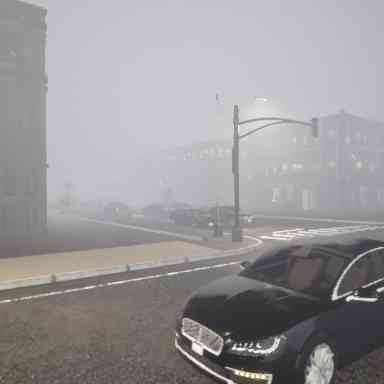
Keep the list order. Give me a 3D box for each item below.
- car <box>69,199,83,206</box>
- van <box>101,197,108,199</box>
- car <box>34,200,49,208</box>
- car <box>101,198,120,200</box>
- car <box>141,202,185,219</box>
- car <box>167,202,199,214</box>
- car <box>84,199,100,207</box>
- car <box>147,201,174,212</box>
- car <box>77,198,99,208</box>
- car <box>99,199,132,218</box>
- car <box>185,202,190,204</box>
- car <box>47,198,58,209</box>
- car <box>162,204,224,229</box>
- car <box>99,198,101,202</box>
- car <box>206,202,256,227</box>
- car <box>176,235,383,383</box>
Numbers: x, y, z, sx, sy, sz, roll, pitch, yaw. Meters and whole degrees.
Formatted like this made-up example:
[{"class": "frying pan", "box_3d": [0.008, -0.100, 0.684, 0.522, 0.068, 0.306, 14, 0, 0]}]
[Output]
[{"class": "car", "box_3d": [-26.717, 2.363, 76.417, 1.947, 1.339, 4.313, -1, 0, -35]}, {"class": "van", "box_3d": [-13.910, 1.906, 58.359, 1.690, 1.788, 3.998, -1, 0, -35]}, {"class": "car", "box_3d": [-30.348, 2.375, 67.052, 2.008, 1.369, 4.403, -1, 0, -35]}, {"class": "car", "box_3d": [-9.254, 1.938, 41.827, 2.128, 1.511, 4.902, -1, 0, -35]}, {"class": "car", "box_3d": [-3.260, 1.877, 33.360, 2.033, 1.411, 5.357, -1, 0, -36]}, {"class": "car", "box_3d": [-1.093, 1.903, 40.303, 1.802, 1.307, 4.206, -2, 0, -35]}, {"class": "car", "box_3d": [-20.311, 2.227, 67.388, 1.887, 1.381, 4.507, -1, 0, -35]}, {"class": "car", "box_3d": [-4.295, 1.966, 44.817, 1.802, 1.307, 4.206, -2, 0, -35]}, {"class": "car", "box_3d": [-19.347, 2.216, 61.567, 1.994, 1.385, 4.181, -1, 0, -35]}, {"class": "car", "box_3d": [-7.929, 1.846, 35.451, 1.967, 1.590, 4.097, -1, 0, -35]}, {"class": "car", "box_3d": [-2.051, 1.816, 37.175, 2.128, 1.511, 4.902, -1, 0, -35]}, {"class": "car", "box_3d": [-23.844, 2.232, 57.884, 1.752, 1.417, 4.829, -1, 0, -35]}, {"class": "car", "box_3d": [0.004, 1.814, 24.064, 1.947, 1.339, 4.313, -1, 0, -35]}, {"class": "car", "box_3d": [-17.114, 1.939, 62.873, 2.192, 1.841, 5.009, -1, 0, -35]}, {"class": "car", "box_3d": [2.685, 1.737, 24.990, 1.812, 1.442, 4.674, -1, 0, -33]}, {"class": "car", "box_3d": [2.040, 1.504, 5.134, 4.892, 1.490, 1.837, 0, 0, -35]}]
